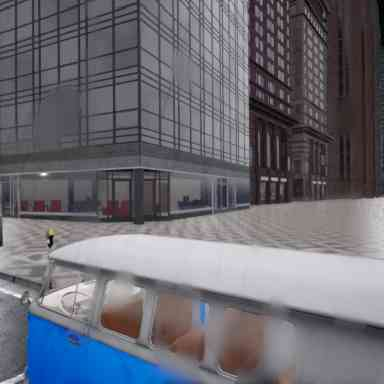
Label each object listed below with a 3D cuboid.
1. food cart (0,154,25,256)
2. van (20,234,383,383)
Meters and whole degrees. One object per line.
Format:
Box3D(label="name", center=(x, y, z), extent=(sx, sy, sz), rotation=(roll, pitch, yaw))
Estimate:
Box3D(label="food cart", center=(-8.795, 0.480, 12.846), extent=(4.660, 3.560, 2.280), rotation=(-1, 0, 36))
Box3D(label="van", center=(0.259, 1.341, 2.679), extent=(3.998, 1.788, 1.690), rotation=(0, -1, 36))
